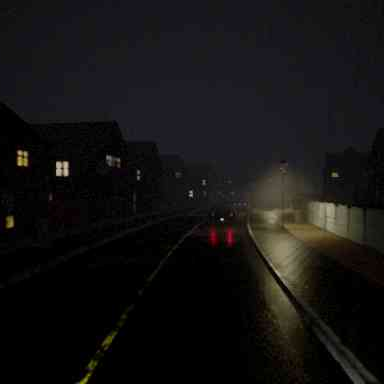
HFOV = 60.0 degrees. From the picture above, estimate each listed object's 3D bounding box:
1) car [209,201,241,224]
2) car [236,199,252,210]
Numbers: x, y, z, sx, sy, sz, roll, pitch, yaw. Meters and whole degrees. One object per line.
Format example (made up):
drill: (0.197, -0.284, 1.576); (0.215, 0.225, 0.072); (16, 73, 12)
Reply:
car: (2.475, 1.622, 25.304); (1.895, 1.301, 4.718); (0, 0, 10)
car: (6.421, 1.533, 42.253); (2.033, 1.411, 5.357); (0, 0, 16)
